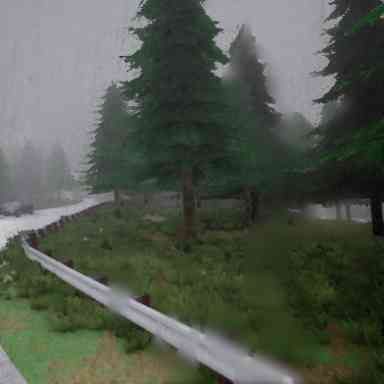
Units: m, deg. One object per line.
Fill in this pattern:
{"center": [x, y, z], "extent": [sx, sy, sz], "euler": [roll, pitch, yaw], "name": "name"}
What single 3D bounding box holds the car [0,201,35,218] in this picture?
{"center": [-15.671, 1.526, 29.528], "extent": [2.033, 1.411, 5.357], "euler": [-3, 1, -7], "name": "car"}
